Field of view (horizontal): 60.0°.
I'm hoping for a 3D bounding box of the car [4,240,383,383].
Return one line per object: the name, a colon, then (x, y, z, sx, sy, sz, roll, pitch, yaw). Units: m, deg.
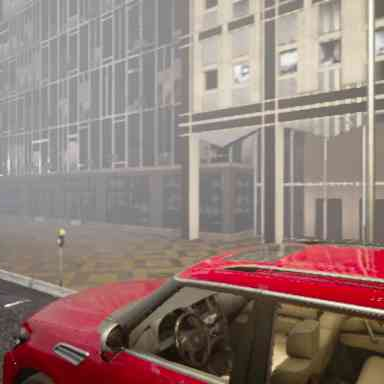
car: (0.708, 1.313, 2.370, 5.009, 1.841, 2.192, 0, 0, 36)
